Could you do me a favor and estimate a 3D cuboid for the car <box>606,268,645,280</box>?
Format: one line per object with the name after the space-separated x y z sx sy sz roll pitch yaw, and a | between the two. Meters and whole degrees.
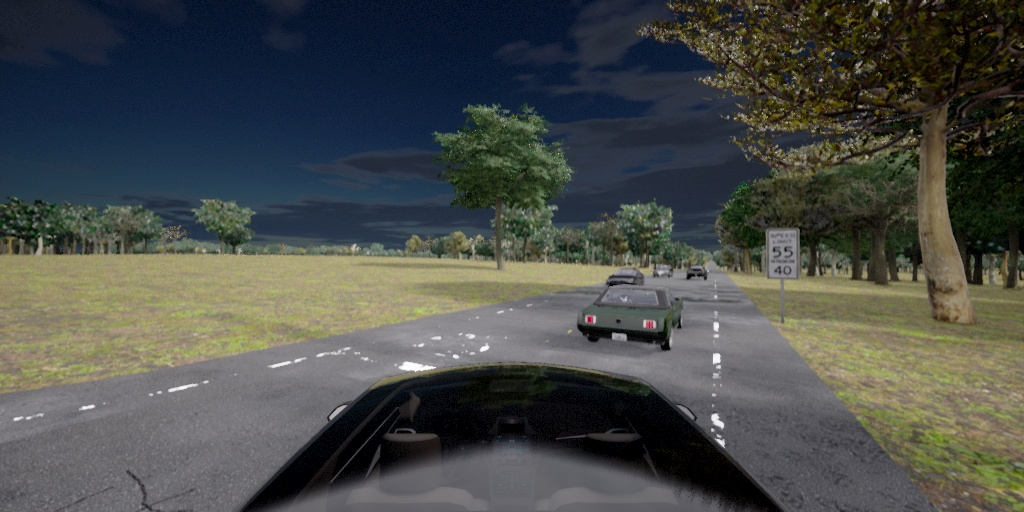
8.044 1.569 24.996 2.033 1.411 5.357 0 -1 30 | car

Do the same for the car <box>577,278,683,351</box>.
3.332 1.426 9.383 1.895 1.301 4.718 0 -1 30 | car

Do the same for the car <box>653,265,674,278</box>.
17.616 1.763 41.686 2.128 1.511 4.902 0 -1 30 | car

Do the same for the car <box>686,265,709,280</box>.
19.752 1.733 38.217 1.837 1.490 4.892 0 -1 30 | car
